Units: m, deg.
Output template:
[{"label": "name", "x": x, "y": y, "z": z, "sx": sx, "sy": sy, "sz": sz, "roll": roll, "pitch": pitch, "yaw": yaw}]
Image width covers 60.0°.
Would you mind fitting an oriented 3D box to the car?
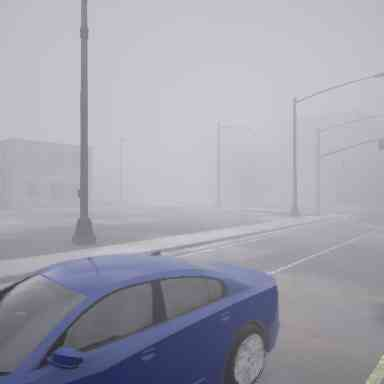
[{"label": "car", "x": -1.027, "y": 1.477, "z": 3.454, "sx": 5.008, "sy": 1.535, "sz": 1.882, "roll": 0, "pitch": 0, "yaw": -44}]
